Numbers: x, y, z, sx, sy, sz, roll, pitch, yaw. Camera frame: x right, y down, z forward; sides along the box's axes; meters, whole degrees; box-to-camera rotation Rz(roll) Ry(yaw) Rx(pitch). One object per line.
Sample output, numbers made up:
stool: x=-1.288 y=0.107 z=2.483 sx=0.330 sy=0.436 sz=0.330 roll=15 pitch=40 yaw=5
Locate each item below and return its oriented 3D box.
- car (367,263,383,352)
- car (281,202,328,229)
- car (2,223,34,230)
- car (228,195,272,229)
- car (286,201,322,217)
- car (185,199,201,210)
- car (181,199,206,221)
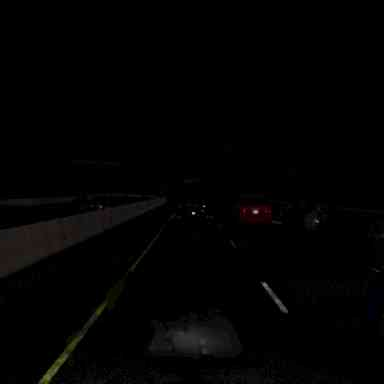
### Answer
car: x=3.602 y=1.220 z=2.424 sx=2.150 sy=2.045 sz=5.566 roll=0 pitch=0 yaw=0
car: x=7.110 y=1.513 z=21.318 sx=1.812 sy=1.442 sz=4.674 roll=0 pitch=0 yaw=0
car: x=-10.591 y=1.468 z=18.360 sx=1.882 sy=1.535 sz=5.008 roll=0 pitch=0 yaw=0
car: x=3.611 y=1.209 z=21.512 sx=2.150 sy=2.045 sz=5.566 roll=0 pitch=0 yaw=0
car: x=10.615 y=1.582 z=31.911 sx=1.895 sy=1.301 sz=4.718 roll=0 pitch=0 yaw=0
car: x=0.109 y=1.576 z=43.034 sx=1.895 sy=1.301 sz=4.718 roll=0 pitch=0 yaw=0
car: x=0.112 y=1.548 z=26.713 sx=1.994 sy=1.385 sz=4.181 roll=0 pitch=0 yaw=0
